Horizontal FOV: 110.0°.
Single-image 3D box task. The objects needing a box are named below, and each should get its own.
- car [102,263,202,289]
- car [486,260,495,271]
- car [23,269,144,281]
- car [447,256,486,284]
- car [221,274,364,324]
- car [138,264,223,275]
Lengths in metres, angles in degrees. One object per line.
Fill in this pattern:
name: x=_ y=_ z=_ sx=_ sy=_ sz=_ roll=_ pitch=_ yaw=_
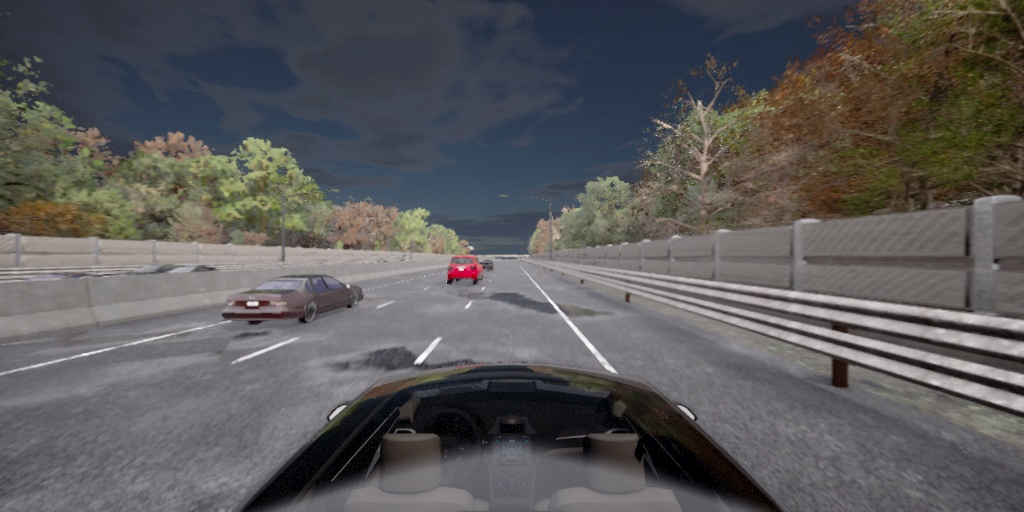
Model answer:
car: x=-24.588 y=1.316 z=24.840 sx=1.882 sy=1.535 sz=5.008 roll=0 pitch=0 yaw=0
car: x=-3.476 y=1.320 z=51.383 sx=1.837 sy=1.490 sz=4.892 roll=0 pitch=0 yaw=0
car: x=-17.619 y=1.372 z=13.978 sx=1.994 sy=1.385 sz=4.181 roll=0 pitch=0 yaw=0
car: x=-3.447 y=1.000 z=27.058 sx=2.150 sy=2.045 sz=5.566 roll=0 pitch=0 yaw=0
car: x=-6.927 y=1.323 z=12.085 sx=2.033 sy=1.411 sz=5.357 roll=0 pitch=0 yaw=0
car: x=-21.094 y=1.352 z=23.548 sx=1.812 sy=1.442 sz=4.674 roll=0 pitch=0 yaw=0
